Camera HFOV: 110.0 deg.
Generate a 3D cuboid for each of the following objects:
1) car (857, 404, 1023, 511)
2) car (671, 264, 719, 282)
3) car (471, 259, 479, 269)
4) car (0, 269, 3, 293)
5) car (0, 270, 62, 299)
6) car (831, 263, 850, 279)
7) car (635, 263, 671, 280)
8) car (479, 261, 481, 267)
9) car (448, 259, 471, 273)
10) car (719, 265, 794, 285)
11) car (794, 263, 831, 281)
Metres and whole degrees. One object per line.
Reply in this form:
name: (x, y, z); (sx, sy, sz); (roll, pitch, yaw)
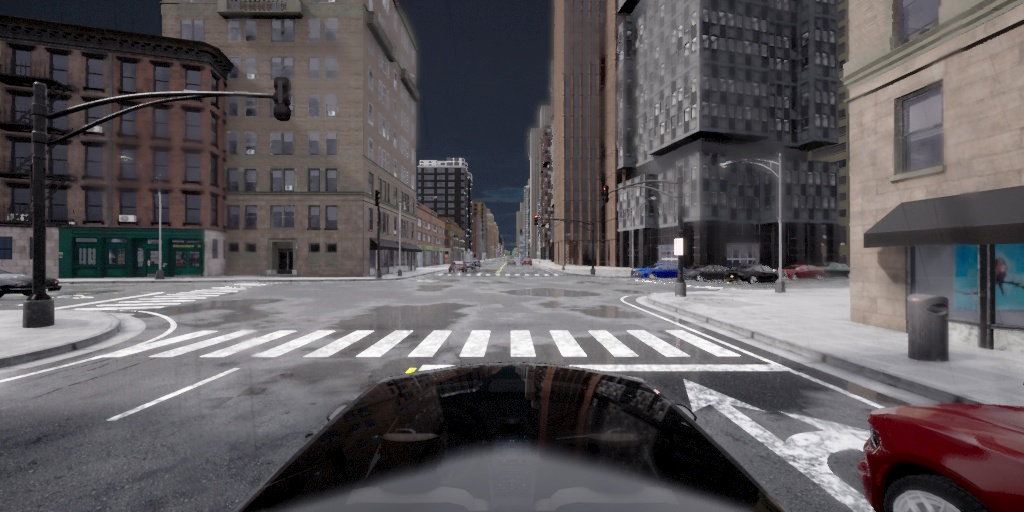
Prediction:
car: (3.353, 1.228, 0.406); (1.882, 1.535, 5.008); (0, 0, 0)
car: (16.791, 1.487, 31.248); (4.892, 1.490, 1.837); (1, -1, -17)
car: (-6.683, 1.253, 54.670); (2.128, 1.511, 4.902); (0, 0, 0)
car: (-21.029, 1.021, 11.457); (5.357, 1.411, 2.033); (1, 0, -13)
car: (-22.317, 1.032, 14.448); (5.357, 1.411, 2.033); (1, 0, -16)
car: (35.006, 1.571, 39.625); (4.553, 1.767, 2.097); (1, 0, -13)
car: (14.024, 1.452, 33.926); (5.008, 1.535, 1.882); (1, 0, -16)
car: (-6.673, 1.326, 64.632); (1.994, 1.385, 4.181); (0, 0, 0)
car: (-6.672, 1.284, 44.709); (1.812, 1.442, 4.674); (0, 0, 0)
car: (19.384, 1.460, 28.467); (5.008, 1.535, 1.882); (1, -1, -17)
car: (27.380, 1.582, 34.347); (5.008, 1.535, 1.882); (1, -1, -15)
